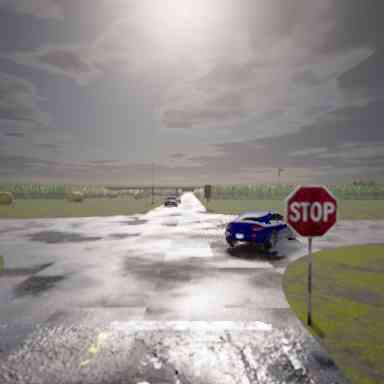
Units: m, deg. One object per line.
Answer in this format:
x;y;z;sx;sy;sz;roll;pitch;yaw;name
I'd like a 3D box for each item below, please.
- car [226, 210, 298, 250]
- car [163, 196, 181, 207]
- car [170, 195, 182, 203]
3.094;1.498;14.370;1.812;1.442;4.674;0;0;34;car
-2.982;1.378;47.760;1.837;1.490;4.892;0;0;0;car
-2.997;1.388;63.713;2.033;1.411;5.357;0;0;0;car
